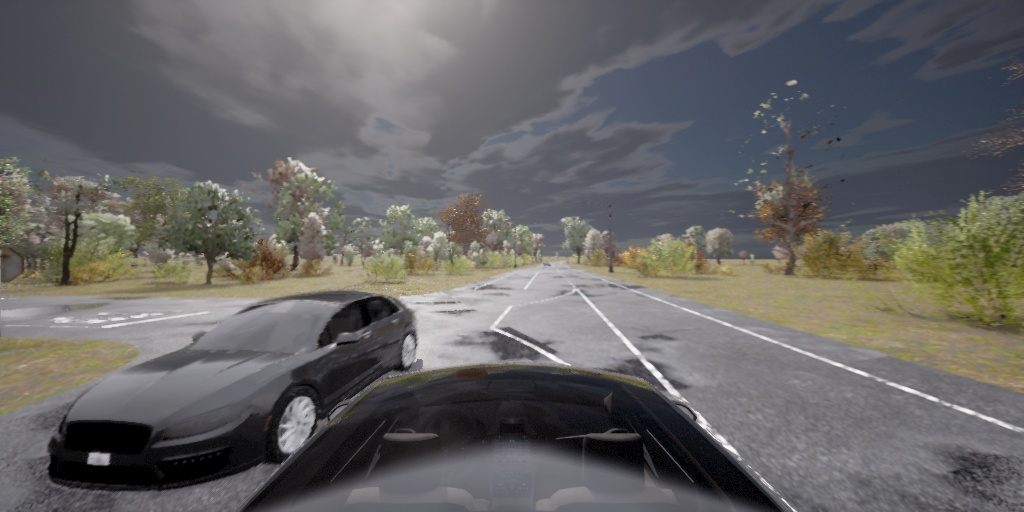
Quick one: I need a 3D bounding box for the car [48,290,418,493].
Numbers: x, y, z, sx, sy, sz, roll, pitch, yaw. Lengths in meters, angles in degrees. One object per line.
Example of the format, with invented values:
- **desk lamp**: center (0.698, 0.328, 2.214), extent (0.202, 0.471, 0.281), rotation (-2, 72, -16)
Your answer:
- **car**: center (-2.889, 1.312, 5.138), extent (1.837, 1.490, 4.892), rotation (0, -1, 6)
